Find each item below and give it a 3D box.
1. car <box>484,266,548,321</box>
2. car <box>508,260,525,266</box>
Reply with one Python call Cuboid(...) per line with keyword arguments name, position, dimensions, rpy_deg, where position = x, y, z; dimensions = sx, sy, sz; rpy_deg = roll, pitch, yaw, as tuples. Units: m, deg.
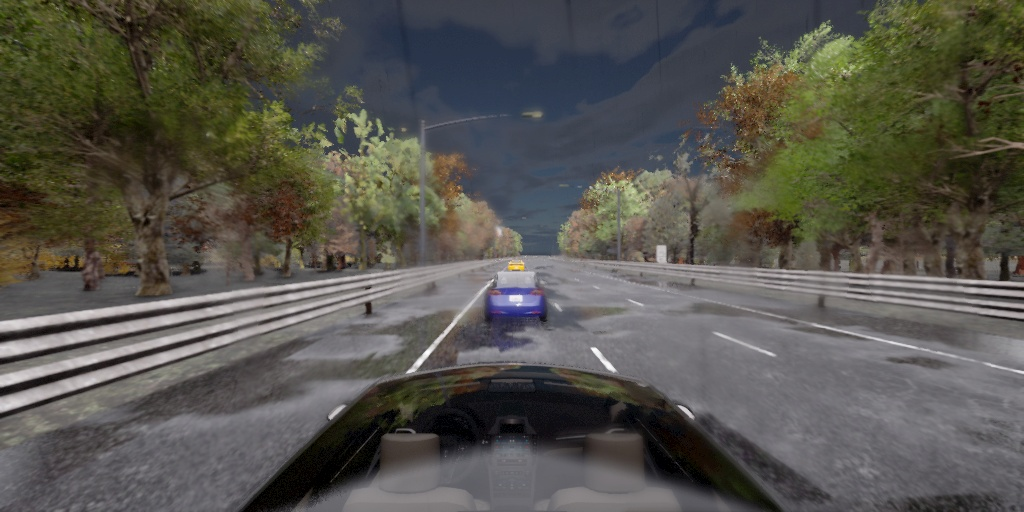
Cuboid(name="car", position=(0.137, 1.253, 12.502), dimensions=(2.163, 1.488, 4.792), rpy_deg=(0, 0, 0))
Cuboid(name="car", position=(0.541, 1.224, 43.954), dimensions=(1.882, 1.535, 5.008), rpy_deg=(0, 0, 1))
